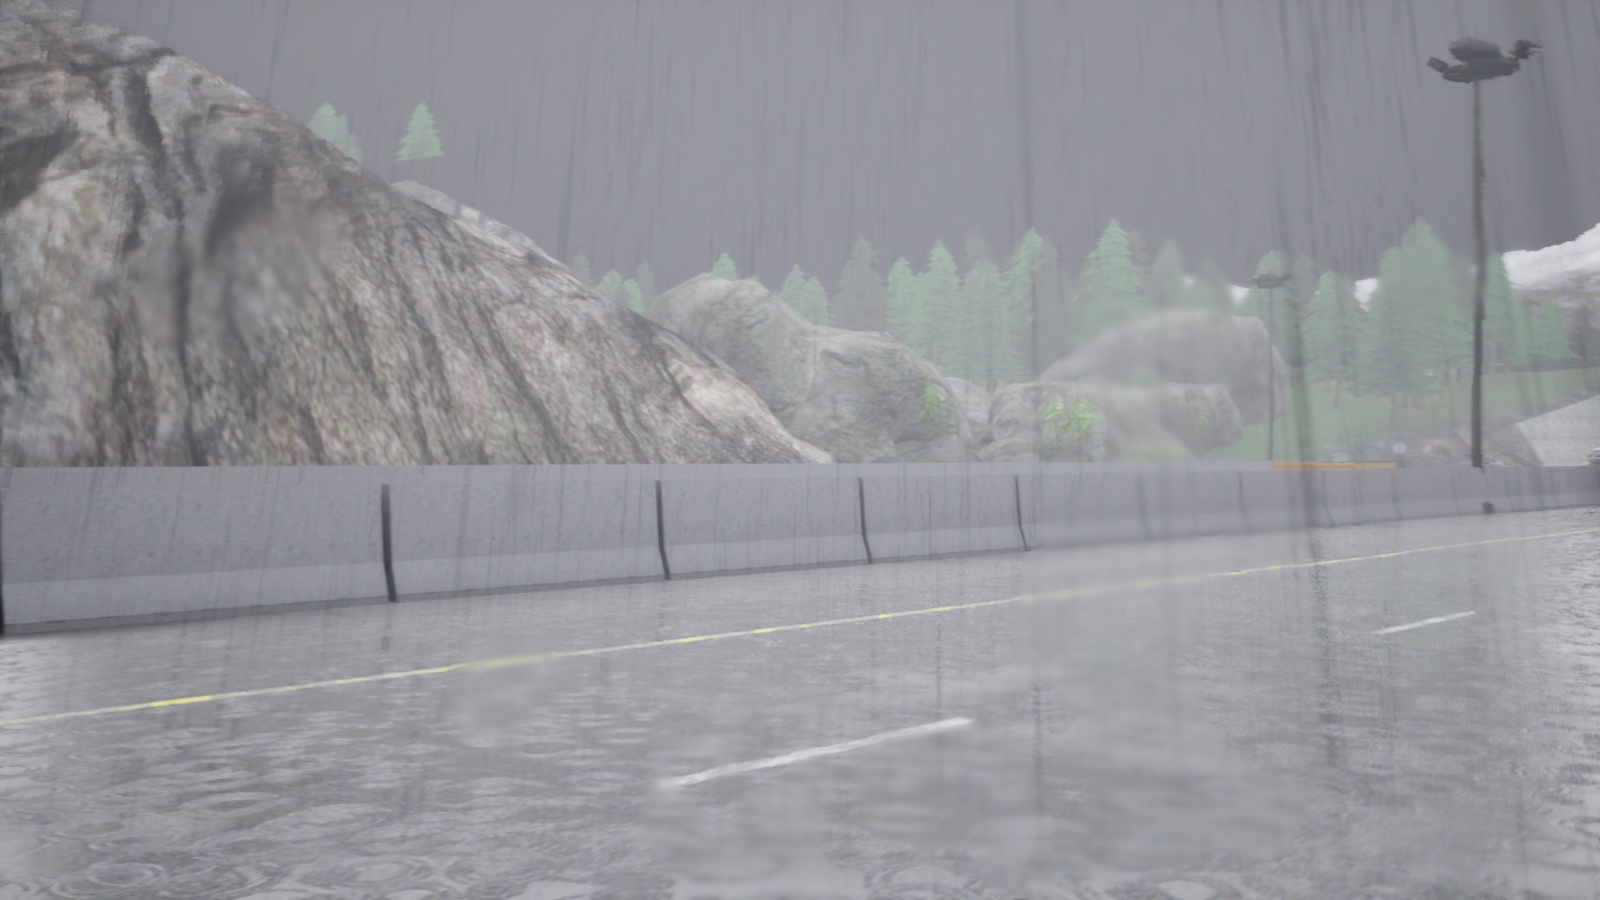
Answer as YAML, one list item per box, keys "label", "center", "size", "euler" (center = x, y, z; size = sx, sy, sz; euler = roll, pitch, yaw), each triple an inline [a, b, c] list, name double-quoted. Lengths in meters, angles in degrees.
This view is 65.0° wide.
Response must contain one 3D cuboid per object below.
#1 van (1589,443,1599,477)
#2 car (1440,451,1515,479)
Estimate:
- label: "van"
  center: [49.728, 0.593, 76.081]
  size: [4.480, 2.038, 2.069]
  euler: [0, 0, -42]
- label: "car"
  center: [37.922, 0.840, 70.278]
  size: [4.902, 1.511, 2.128]
  euler: [0, 0, -42]
